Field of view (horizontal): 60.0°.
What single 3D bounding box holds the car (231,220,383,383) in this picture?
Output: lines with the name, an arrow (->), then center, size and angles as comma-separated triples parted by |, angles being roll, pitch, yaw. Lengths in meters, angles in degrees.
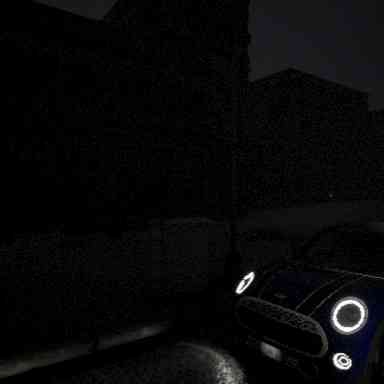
car -> 2.777, 1.320, 5.361 | 4.553, 1.767, 2.097 | -1, 1, -36
